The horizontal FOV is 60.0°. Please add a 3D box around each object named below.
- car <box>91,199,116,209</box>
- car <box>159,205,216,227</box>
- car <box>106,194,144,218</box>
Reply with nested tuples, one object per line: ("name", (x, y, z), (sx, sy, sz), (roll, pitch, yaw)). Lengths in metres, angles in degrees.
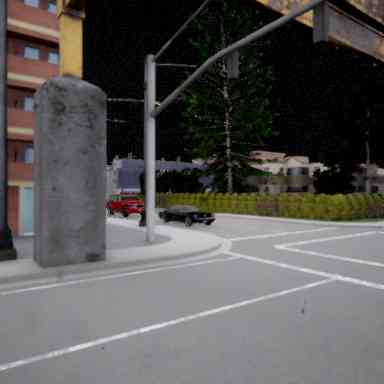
("car", (-12.542, 1.618, 46.909), (1.895, 1.301, 4.718), (0, 0, -35))
("car", (-0.416, 1.615, 23.331), (1.895, 1.301, 4.718), (0, 0, -35))
("car", (-6.122, 1.235, 31.414), (2.150, 2.045, 5.566), (0, 0, -35))
